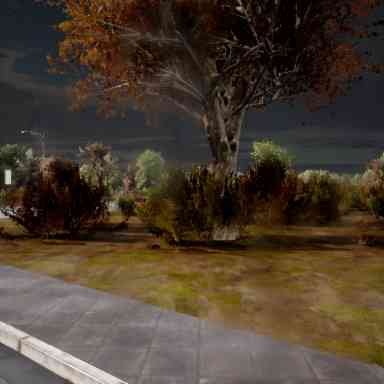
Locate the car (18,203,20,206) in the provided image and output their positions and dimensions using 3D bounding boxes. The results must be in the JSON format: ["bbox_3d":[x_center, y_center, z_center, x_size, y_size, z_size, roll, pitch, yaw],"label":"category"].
[{"bbox_3d":[-20.798,1.335,44.939,1.882,1.535,5.008,0,0,33],"label":"car"}]

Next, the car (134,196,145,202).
[{"bbox_3d":[-8.776,1.455,62.982,1.895,1.301,4.718,0,0,34],"label":"car"}]
